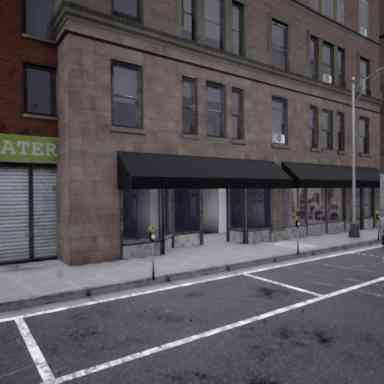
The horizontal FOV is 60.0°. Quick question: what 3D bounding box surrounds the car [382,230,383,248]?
[{"bbox_3d":[9.199,1.546,13.104,4.507,1.381,1.887,0,-1,-35],"label":"car"}]
